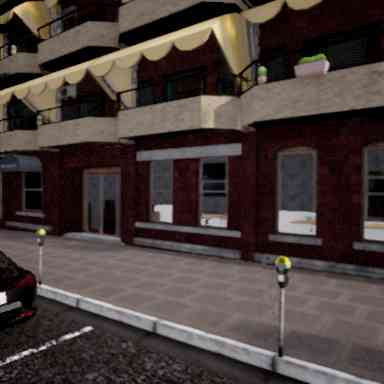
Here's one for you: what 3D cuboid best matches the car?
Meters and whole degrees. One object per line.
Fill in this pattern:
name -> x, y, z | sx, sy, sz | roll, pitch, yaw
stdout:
car -> -4.471, 1.566, 5.901 | 4.313, 1.339, 1.947 | 0, 1, 36
